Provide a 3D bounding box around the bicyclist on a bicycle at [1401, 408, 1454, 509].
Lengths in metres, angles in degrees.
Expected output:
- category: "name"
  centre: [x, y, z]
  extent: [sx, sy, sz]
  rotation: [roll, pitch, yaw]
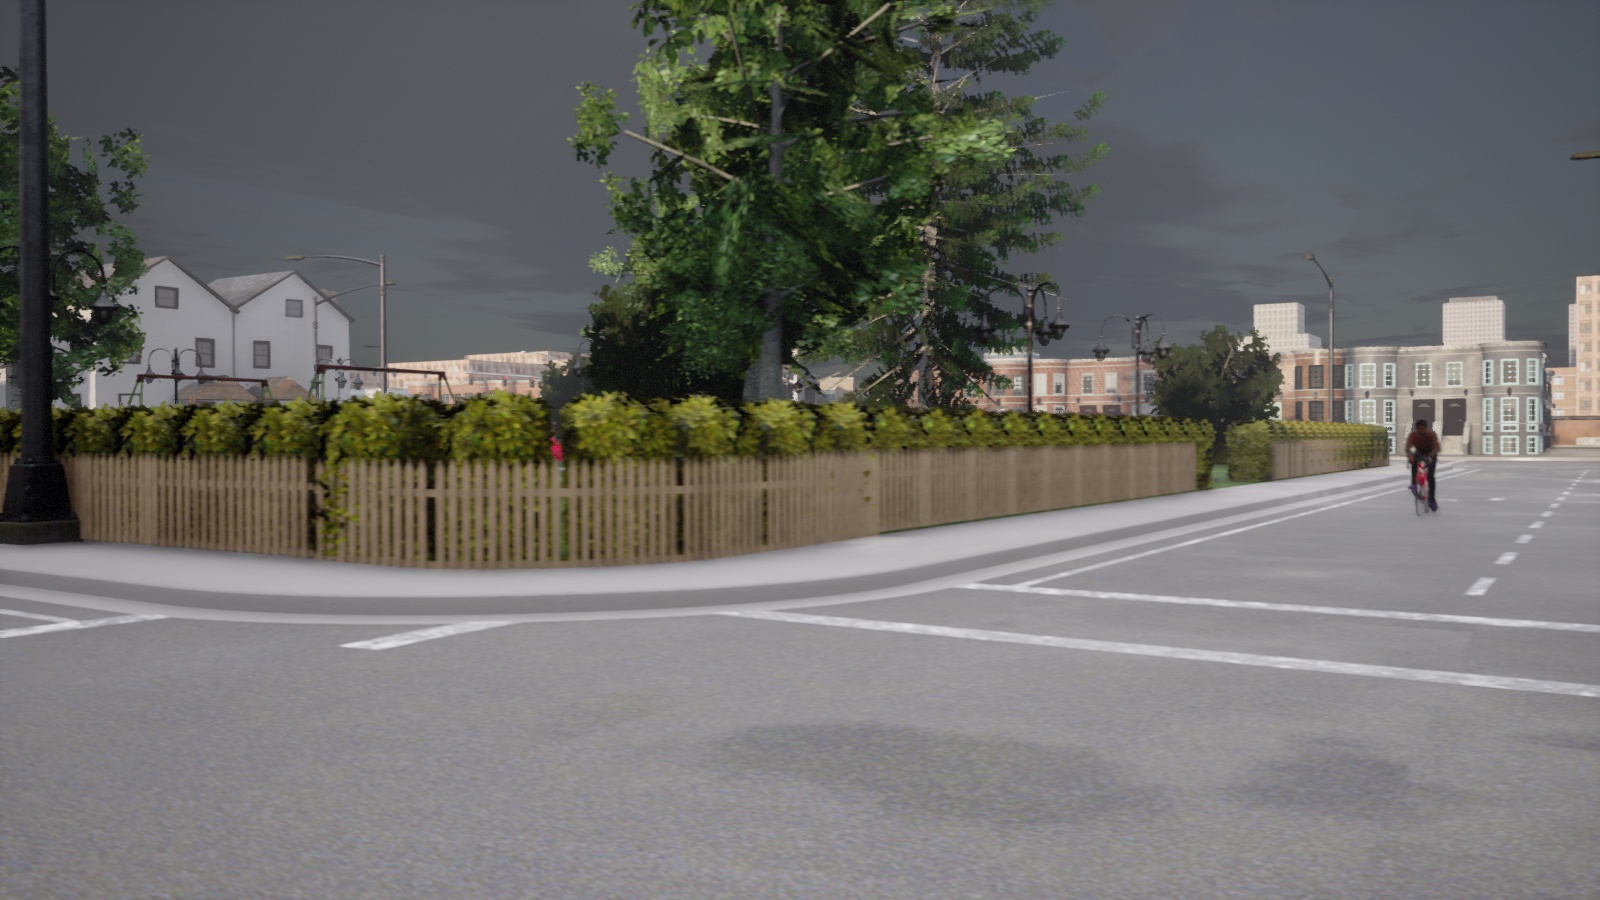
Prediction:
- category: "bicyclist on a bicycle"
  centre: [10.533, 0.120, 21.070]
  extent: [0.582, 1.620, 1.656]
  rotation: [-1, 1, 33]
